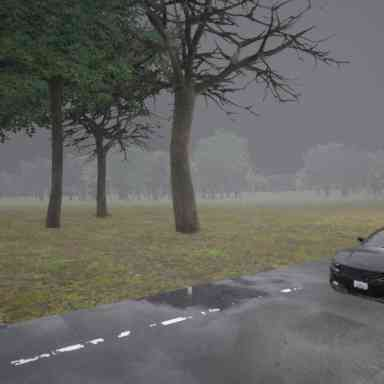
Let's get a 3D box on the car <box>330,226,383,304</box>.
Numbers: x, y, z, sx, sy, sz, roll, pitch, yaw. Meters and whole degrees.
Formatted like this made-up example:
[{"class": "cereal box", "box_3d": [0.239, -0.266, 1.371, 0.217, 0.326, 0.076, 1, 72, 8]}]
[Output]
[{"class": "car", "box_3d": [5.196, 1.464, 7.691, 5.008, 1.535, 1.882, 0, 0, -35]}]
